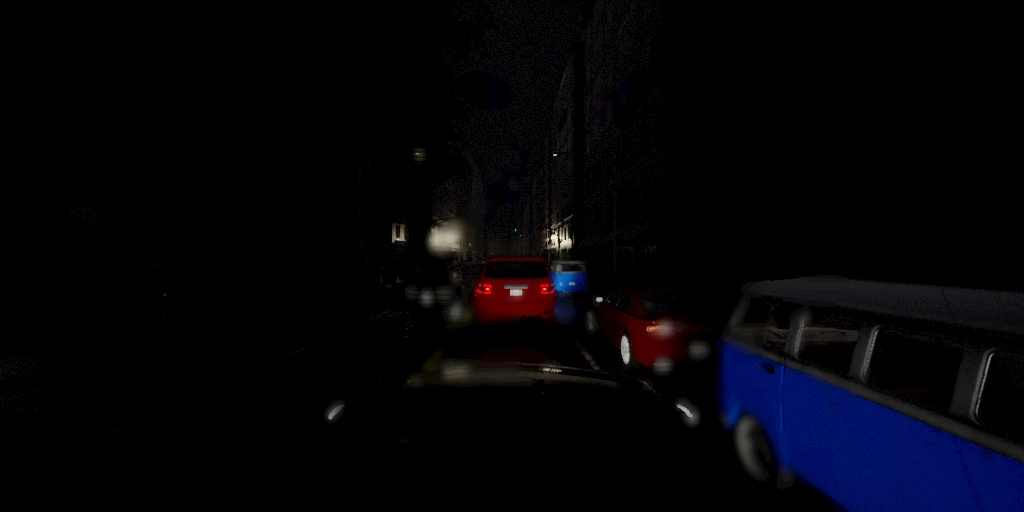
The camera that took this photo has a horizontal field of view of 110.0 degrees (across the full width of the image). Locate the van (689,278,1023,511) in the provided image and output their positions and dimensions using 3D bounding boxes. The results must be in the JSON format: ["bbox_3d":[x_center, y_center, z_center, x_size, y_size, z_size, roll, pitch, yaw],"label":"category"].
[{"bbox_3d":[2.856,1.091,2.022,1.690,1.789,3.998,0,0,0],"label":"van"}]

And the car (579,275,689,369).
[{"bbox_3d":[2.864,1.296,7.683,1.888,1.381,4.507,0,0,0],"label":"car"}]

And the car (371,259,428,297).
[{"bbox_3d":[-5.644,1.064,18.976,2.192,1.841,5.009,0,0,0],"label":"car"}]

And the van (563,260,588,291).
[{"bbox_3d":[2.881,1.090,19.004,1.690,1.789,3.998,0,0,0],"label":"van"}]

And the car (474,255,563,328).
[{"bbox_3d":[0.115,0.974,11.463,2.150,2.045,5.566,0,0,0],"label":"car"}]

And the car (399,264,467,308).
[{"bbox_3d":[-3.071,1.254,15.391,1.837,1.490,4.892,0,0,0],"label":"car"}]
